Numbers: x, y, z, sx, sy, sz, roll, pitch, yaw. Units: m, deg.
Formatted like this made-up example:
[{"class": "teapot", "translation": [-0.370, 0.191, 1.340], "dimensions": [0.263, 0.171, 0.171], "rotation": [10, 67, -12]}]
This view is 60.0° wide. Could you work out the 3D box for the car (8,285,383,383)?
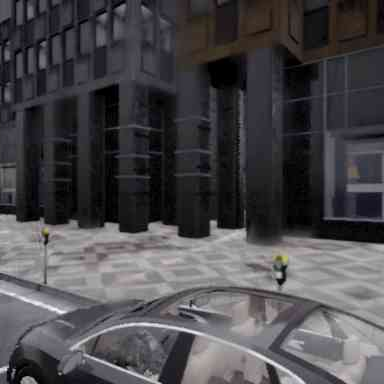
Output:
[{"class": "car", "translation": [0.104, 1.550, 2.889], "dimensions": [4.403, 1.369, 2.008], "rotation": [0, 0, 35]}]
